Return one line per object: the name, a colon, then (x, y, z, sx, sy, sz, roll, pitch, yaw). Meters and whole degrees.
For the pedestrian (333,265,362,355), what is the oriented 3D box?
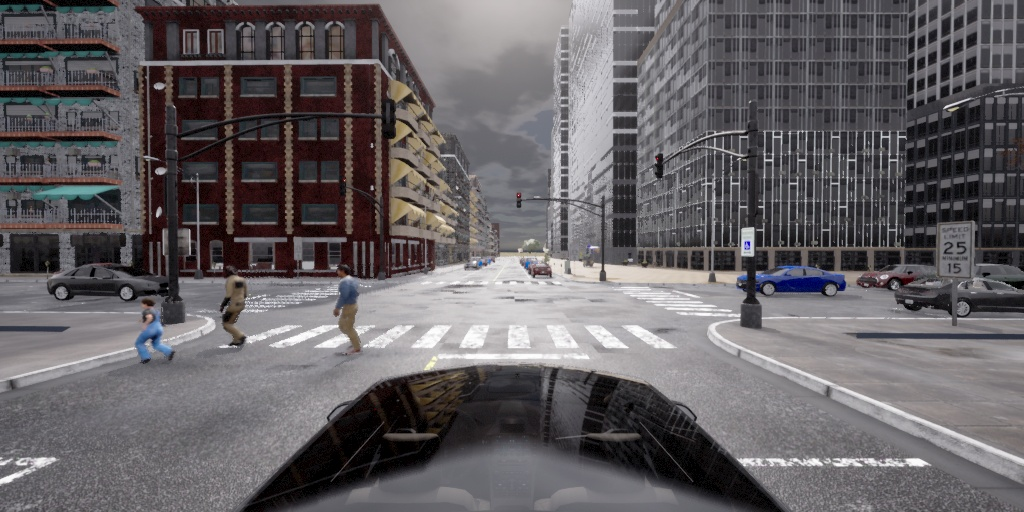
pedestrian: (-3.288, 1.042, 7.205, 0.375, 1.860, 0.375, -1, 1, 0)

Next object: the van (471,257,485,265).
van: (-5.577, 1.033, 56.016, 1.690, 1.789, 3.998, 0, 0, 0)

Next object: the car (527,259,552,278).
car: (2.724, 1.270, 33.447, 1.888, 1.381, 4.507, 0, 0, 0)

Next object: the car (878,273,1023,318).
car: (16.739, 1.445, 13.111, 4.403, 1.370, 2.007, 0, 0, 1)

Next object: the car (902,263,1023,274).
car: (24.146, 1.192, 18.898, 4.553, 1.767, 2.097, 1, 1, 1)

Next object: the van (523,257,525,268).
van: (2.760, 1.042, 50.385, 1.690, 1.789, 3.998, 0, 0, 0)

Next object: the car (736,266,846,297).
car: (14.683, 1.269, 19.056, 5.008, 1.535, 1.882, 0, 1, 2)

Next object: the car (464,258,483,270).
car: (-5.588, 1.267, 50.370, 1.948, 1.339, 4.313, 0, 0, 0)

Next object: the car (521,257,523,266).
car: (2.772, 1.237, 56.031, 1.888, 1.381, 4.507, 0, 0, 0)

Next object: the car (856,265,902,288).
car: (23.416, 1.229, 21.644, 4.097, 1.591, 1.967, 0, 0, 1)

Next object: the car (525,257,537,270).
car: (2.736, 1.157, 39.093, 1.967, 1.591, 4.097, 0, 0, 0)

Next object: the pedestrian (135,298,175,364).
pedestrian: (-6.603, 1.322, 6.614, 0.375, 1.300, 0.375, -1, 1, 0)

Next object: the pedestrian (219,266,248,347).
pedestrian: (-6.022, 1.042, 7.810, 0.375, 1.860, 0.375, -1, 1, 0)

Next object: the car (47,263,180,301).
car: (-18.065, 1.196, 16.369, 4.892, 1.490, 1.837, 0, 1, 1)
